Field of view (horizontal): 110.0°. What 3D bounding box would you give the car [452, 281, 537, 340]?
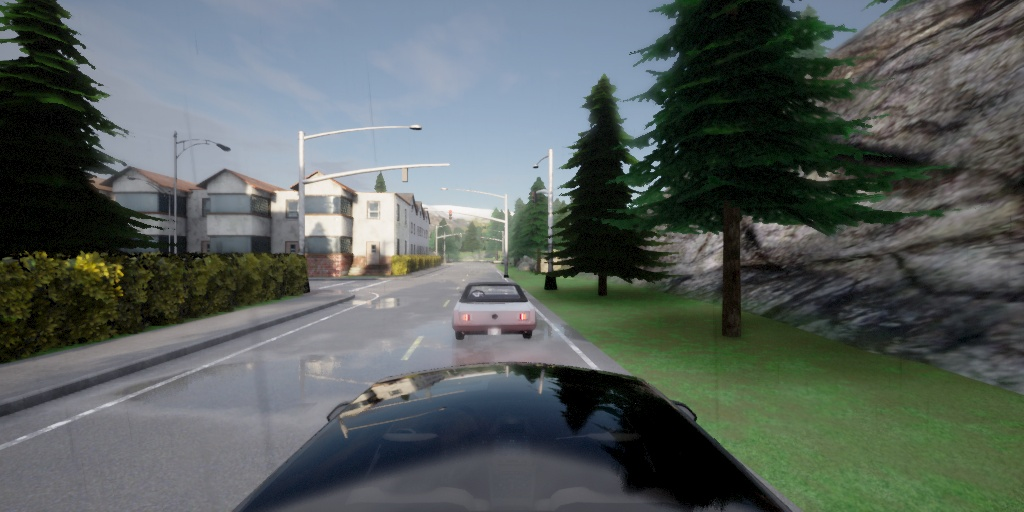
[{"bbox_3d":[-0.533,1.351,9.979,1.895,1.301,4.718,0,0,-4],"label":"car"}]
